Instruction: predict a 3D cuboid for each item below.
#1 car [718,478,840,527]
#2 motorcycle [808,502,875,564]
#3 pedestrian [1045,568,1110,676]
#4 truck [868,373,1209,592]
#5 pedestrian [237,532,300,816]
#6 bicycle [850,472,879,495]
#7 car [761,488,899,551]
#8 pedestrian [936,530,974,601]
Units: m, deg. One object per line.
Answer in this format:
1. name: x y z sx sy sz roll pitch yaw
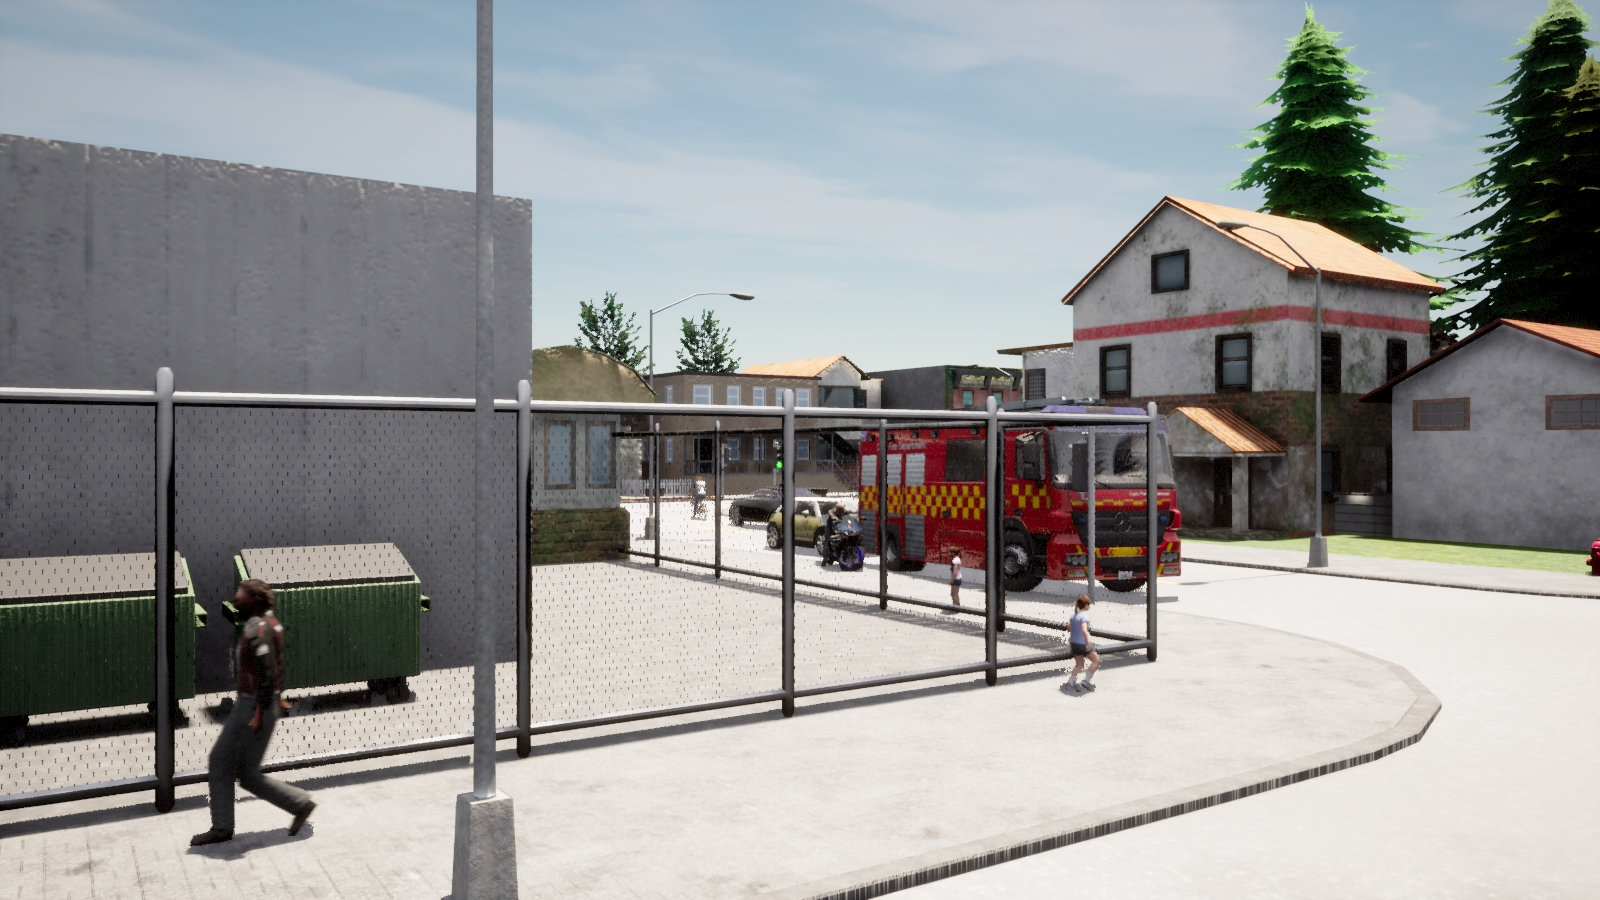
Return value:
1. car: -0.834 1.827 40.917 2.128 1.511 4.902 0 0 -33
2. motorcycle: 0.923 1.872 26.186 0.867 1.251 2.209 0 0 -17
3. pedestrian: 3.083 1.896 12.702 0.500 1.100 0.500 0 0 -30
4. truck: 4.583 0.675 24.439 2.891 3.827 8.468 1 -1 -22
5. pedestrian: -3.677 1.517 7.900 0.375 1.860 0.375 0 0 -28
6. bicycle: 3.714 1.940 65.827 1.835 1.271 0.329 0 0 -33
7. car: 0.752 1.845 31.311 1.970 1.475 3.806 0 0 -33
8. pedestrian: 2.566 1.895 18.888 0.500 1.100 0.500 0 0 26
